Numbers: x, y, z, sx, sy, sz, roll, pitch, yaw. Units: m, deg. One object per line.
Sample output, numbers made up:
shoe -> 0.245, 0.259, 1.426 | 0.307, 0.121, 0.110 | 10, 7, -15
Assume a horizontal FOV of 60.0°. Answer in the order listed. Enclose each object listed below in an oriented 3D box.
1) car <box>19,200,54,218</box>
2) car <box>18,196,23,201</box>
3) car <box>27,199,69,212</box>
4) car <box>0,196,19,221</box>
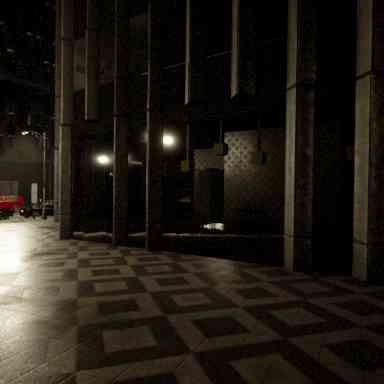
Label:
car -> -13.870, 1.743, 31.235 | 1.947, 1.339, 4.313 | 1, 0, 35
car -> -20.823, 1.354, 36.162 | 2.192, 1.841, 5.009 | 1, 0, 35
car -> -17.569, 1.635, 40.771 | 1.947, 1.339, 4.313 | 1, 0, 35
car -> -17.124, 1.463, 26.625 | 2.192, 1.841, 5.009 | 1, 0, 35
